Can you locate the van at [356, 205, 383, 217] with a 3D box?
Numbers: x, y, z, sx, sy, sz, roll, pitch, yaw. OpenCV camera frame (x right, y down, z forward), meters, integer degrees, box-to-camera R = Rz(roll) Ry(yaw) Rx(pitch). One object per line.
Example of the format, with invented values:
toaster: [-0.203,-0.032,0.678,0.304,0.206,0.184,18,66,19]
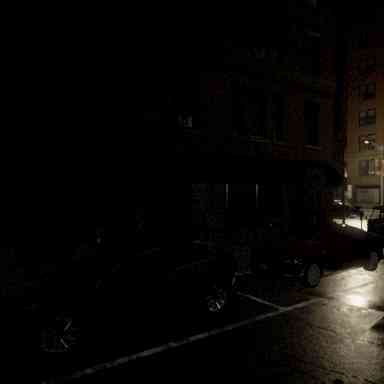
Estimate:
van: [8.174,1.338,12.522,3.998,1.788,1.690,0,0,-35]

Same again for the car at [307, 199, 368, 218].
car: [13.521,1.487,31.207,2.128,1.511,4.902,0,0,-36]

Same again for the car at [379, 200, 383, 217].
car: [19.357,1.498,29.048,2.128,1.511,4.902,0,0,-36]

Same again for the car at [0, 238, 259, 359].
car: [-1.070,1.566,5.988,4.313,1.339,1.947,0,0,-35]

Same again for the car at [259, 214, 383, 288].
car: [3.551,1.544,9.255,4.507,1.381,1.887,0,0,-35]

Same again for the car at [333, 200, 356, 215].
car: [11.681,1.584,28.209,1.895,1.301,4.718,0,0,-36]
